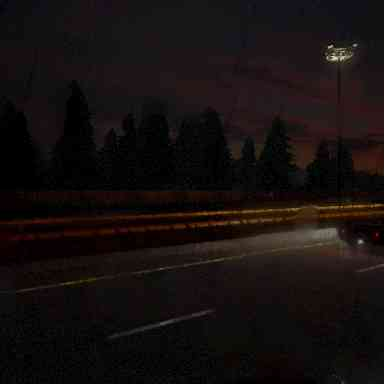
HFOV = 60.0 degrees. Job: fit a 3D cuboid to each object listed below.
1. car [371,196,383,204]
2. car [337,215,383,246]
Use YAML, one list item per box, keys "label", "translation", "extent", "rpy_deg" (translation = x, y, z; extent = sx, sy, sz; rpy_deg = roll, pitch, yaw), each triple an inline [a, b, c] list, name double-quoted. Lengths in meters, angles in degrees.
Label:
- label: "car"
  translation: [36.686, 1.518, 65.187]
  extent: [2.033, 1.411, 5.357]
  rpy_deg: [0, 0, 41]
- label: "car"
  translation: [8.291, 1.613, 14.076]
  extent: [4.718, 1.301, 1.895]
  rpy_deg: [0, 0, -35]
